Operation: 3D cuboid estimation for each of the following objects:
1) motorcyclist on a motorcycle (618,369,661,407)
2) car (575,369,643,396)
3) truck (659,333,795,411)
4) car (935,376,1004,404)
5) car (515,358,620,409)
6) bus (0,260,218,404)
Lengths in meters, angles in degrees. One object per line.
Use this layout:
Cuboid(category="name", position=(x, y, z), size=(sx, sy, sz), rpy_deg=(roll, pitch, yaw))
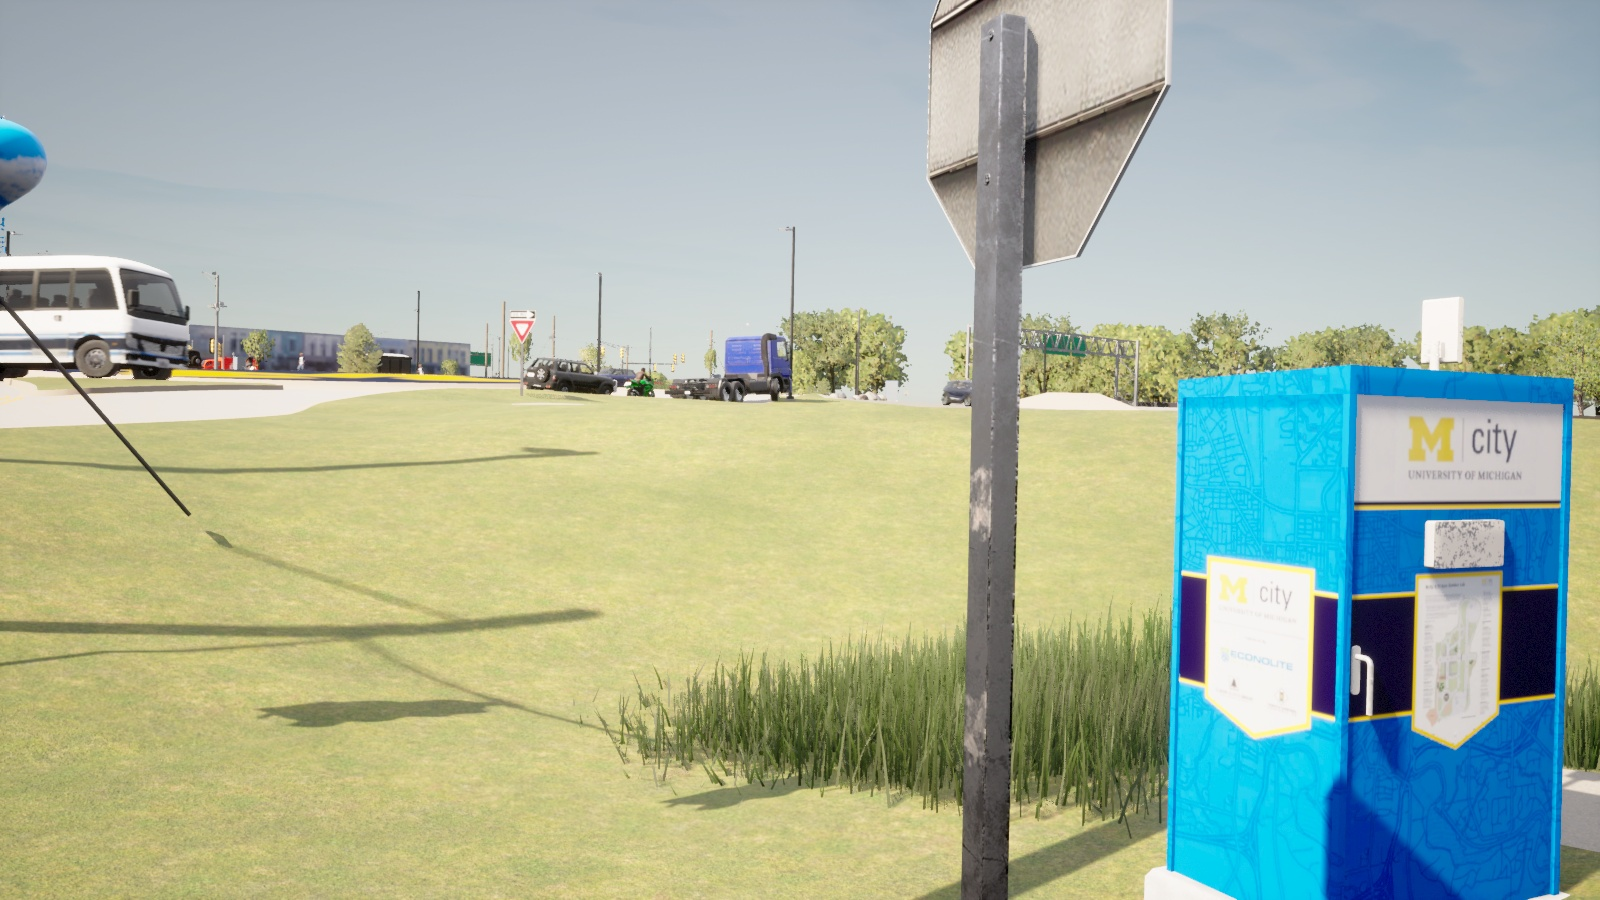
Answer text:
Cuboid(category="motorcyclist on a motorcycle", position=(-6.850, -2.639, 53.777), size=(0.797, 1.523, 2.044), rpy_deg=(0, 1, 28))
Cuboid(category="car", position=(-13.915, -4.901, 91.649), size=(2.097, 1.767, 4.553), rpy_deg=(1, 1, 42))
Cuboid(category="truck", position=(-3.457, -3.936, 62.077), size=(2.891, 3.462, 7.936), rpy_deg=(-1, 5, 28))
Cuboid(category="car", position=(10.258, -3.659, 76.358), size=(2.033, 1.649, 4.856), rpy_deg=(0, 3, -21))
Cuboid(category="car", position=(-10.490, -2.993, 56.880), size=(1.932, 1.855, 4.605), rpy_deg=(8, 3, 31))
Cuboid(category="bus", position=(-25.879, -3.881, 43.130), size=(10.273, 4.253, 3.944), rpy_deg=(-1, -1, 10))
